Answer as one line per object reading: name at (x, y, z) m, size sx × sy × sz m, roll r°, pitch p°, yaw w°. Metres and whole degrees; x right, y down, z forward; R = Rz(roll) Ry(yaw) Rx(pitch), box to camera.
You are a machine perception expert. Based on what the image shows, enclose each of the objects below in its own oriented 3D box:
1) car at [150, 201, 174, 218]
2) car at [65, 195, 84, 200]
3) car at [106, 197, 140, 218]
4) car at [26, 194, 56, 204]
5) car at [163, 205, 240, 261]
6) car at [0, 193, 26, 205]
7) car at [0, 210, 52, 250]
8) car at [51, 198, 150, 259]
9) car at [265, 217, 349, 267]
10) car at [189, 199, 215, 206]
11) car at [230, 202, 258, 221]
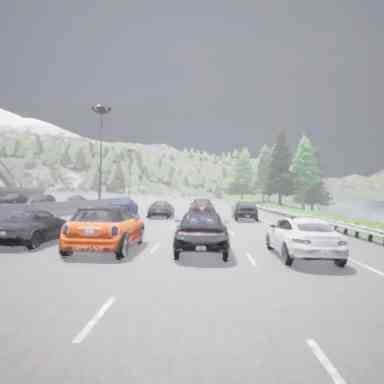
car at (-2.637, 1.475, 28.778) m, size 1.994 × 1.385 × 4.181 m, roll 1°, pitch 0°, yaw 2°
car at (-16.503, 1.130, 47.242) m, size 1.812 × 1.442 × 4.674 m, roll 1°, pitch 0°, yaw -1°
car at (-6.095, 1.316, 29.930) m, size 1.882 × 1.535 × 5.008 m, roll 1°, pitch 0°, yaw 2°
car at (-19.972, 1.040, 44.901) m, size 1.837 × 1.490 × 4.892 m, roll 1°, pitch 1°, yaw 0°
car at (0.362, 1.483, 12.407) m, size 2.128 × 1.511 × 4.902 m, roll 1°, pitch 0°, yaw 2°
car at (-23.461, 0.945, 44.105) m, size 1.882 × 1.535 × 5.008 m, roll 1°, pitch 0°, yaw 0°
car at (-6.599, 1.413, 13.638) m, size 1.994 × 1.385 × 4.181 m, roll 1°, pitch 0°, yaw 2°
car at (-3.134, 1.271, 12.514) m, size 2.097 × 1.767 × 4.553 m, roll 1°, pitch 0°, yaw 2°
car at (3.836, 1.590, 11.661) m, size 1.812 × 1.442 × 4.674 m, roll 1°, pitch -1°, yaw 2°
car at (0.819, 1.333, 27.385) m, size 2.097 × 1.767 × 4.553 m, roll 1°, pitch 0°, yaw 2°
car at (4.329, 1.560, 27.690) m, size 1.837 × 1.490 × 4.892 m, roll 1°, pitch 1°, yaw 2°
